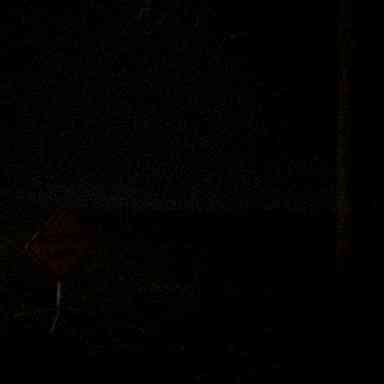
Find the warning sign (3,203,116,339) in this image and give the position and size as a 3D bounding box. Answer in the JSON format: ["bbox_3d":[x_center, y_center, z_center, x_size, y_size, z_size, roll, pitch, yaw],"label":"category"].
[{"bbox_3d":[-2.150,1.132,5.498,1.060,1.860,1.300,2,-1,35],"label":"warning sign"}]
